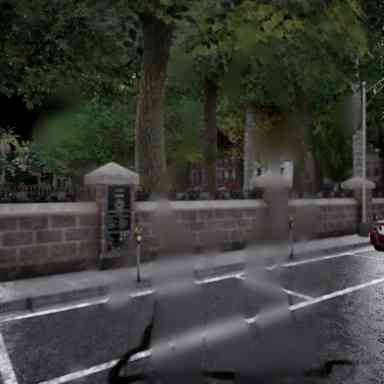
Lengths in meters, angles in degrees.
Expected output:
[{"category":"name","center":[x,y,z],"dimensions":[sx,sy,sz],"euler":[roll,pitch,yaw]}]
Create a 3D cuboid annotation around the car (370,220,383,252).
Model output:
[{"category":"car","center":[9.001,1.346,12.947],"dimensions":[5.009,1.841,2.192],"euler":[0,0,-35]}]
